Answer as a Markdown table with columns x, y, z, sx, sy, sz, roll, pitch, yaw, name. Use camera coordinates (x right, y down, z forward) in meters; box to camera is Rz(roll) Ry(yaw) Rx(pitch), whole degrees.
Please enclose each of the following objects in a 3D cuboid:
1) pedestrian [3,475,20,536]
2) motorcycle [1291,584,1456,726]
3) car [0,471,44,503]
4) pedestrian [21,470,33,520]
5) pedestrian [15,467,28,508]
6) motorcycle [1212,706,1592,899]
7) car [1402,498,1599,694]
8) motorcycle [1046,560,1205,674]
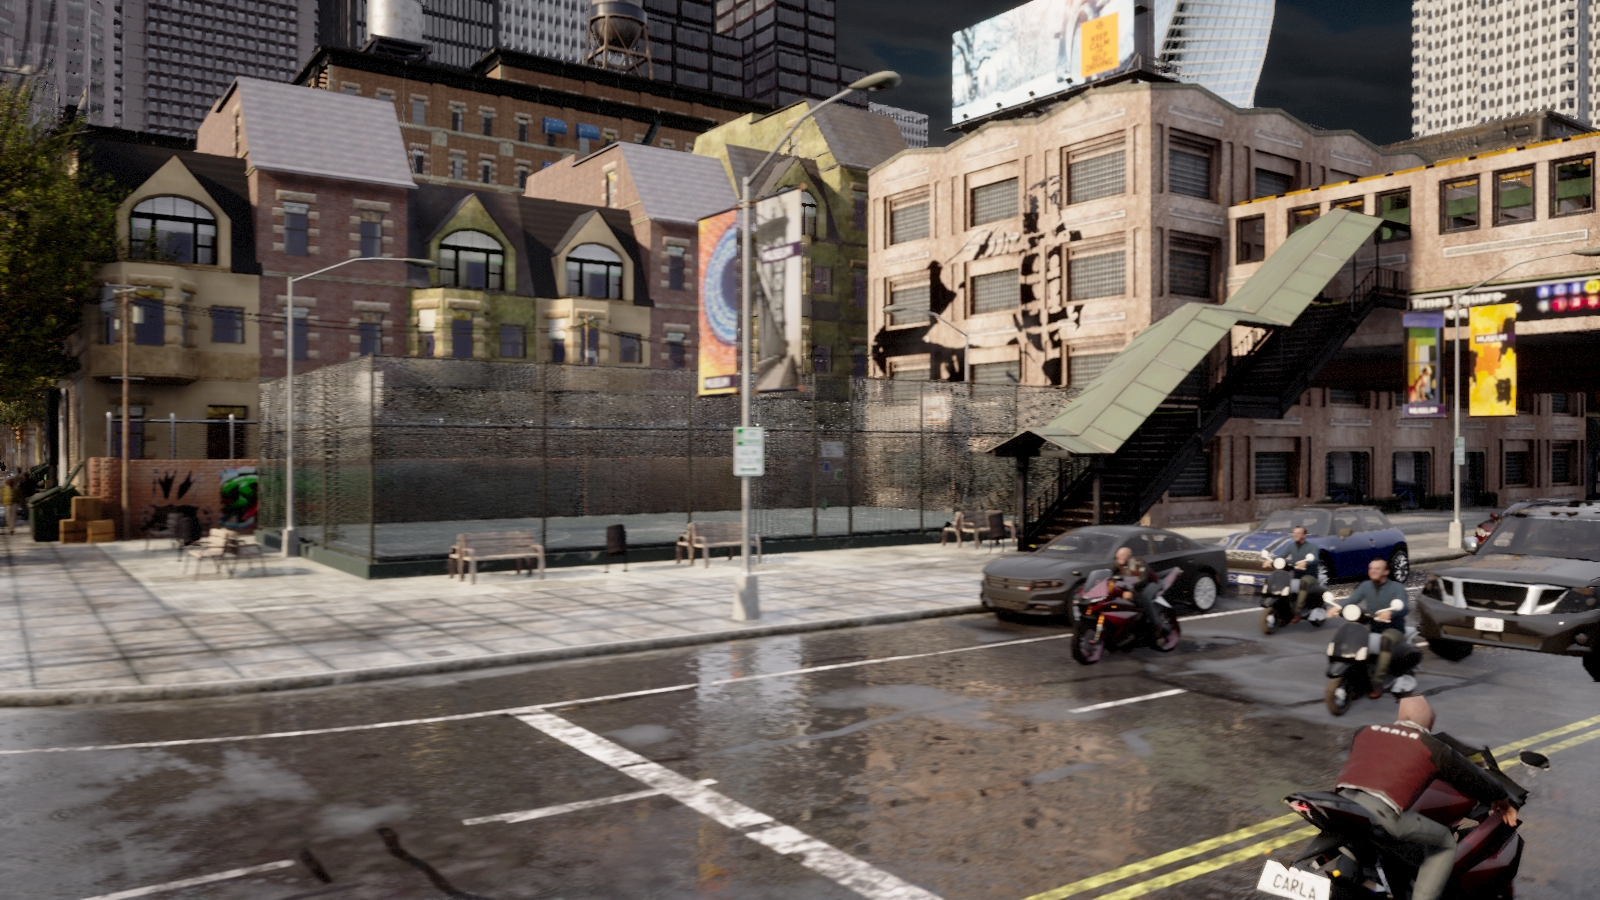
| x | y | z | sx | sy | sz | roll | pitch | yaw | name |
| --- | --- | --- | --- | --- | --- | --- | --- | --- | --- |
| -24.218 | 1.697 | 35.098 | 0.375 | 1.860 | 0.375 | 0 | 0 | -28 | pedestrian |
| 6.259 | 2.182 | 12.445 | 1.805 | 1.236 | 0.856 | 0 | 0 | -35 | motorcycle |
| -43.810 | 1.993 | 61.286 | 5.027 | 1.651 | 2.152 | 0 | 0 | -18 | car |
| -29.210 | 1.697 | 43.165 | 0.375 | 1.860 | 0.375 | 0 | 0 | -35 | pedestrian |
| -35.563 | 1.697 | 52.206 | 0.375 | 1.860 | 0.375 | 0 | 0 | -10 | pedestrian |
| 3.234 | 2.205 | 6.050 | 2.209 | 1.251 | 0.867 | 0 | 0 | -35 | motorcycle |
| 10.730 | 1.780 | 15.582 | 5.566 | 2.045 | 2.150 | 0 | 0 | -35 | car |
| 4.415 | 2.205 | 15.428 | 2.209 | 1.251 | 0.867 | 0 | 0 | -35 | motorcycle |
